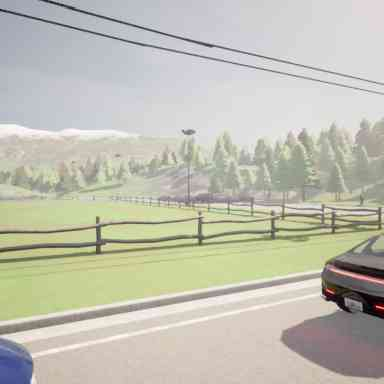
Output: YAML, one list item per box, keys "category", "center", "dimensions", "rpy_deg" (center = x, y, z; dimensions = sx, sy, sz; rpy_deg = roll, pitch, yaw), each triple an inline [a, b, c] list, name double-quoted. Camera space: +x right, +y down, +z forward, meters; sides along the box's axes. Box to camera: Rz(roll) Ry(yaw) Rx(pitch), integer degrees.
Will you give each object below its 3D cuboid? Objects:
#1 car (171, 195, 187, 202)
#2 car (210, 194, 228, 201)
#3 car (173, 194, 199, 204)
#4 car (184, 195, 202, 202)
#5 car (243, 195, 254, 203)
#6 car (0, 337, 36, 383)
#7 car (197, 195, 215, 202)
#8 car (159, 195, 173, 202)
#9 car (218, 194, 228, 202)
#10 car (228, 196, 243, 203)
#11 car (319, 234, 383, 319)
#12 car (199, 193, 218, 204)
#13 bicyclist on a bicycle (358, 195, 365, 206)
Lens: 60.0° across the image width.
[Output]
- category: "car"
  center: [-2.899, 1.474, 74.687]
  dimensions: [1.812, 1.442, 4.674]
  rpy_deg: [0, 0, -28]
- category: "car"
  center: [6.355, 1.300, 79.650]
  dimensions: [2.097, 1.767, 4.553]
  rpy_deg: [0, 0, -28]
- category: "car"
  center: [-1.153, 1.353, 64.090]
  dimensions: [2.097, 1.767, 4.553]
  rpy_deg: [0, 0, -28]
- category: "car"
  center: [0.181, 1.425, 76.350]
  dimensions: [1.882, 1.535, 5.008]
  rpy_deg: [0, 0, -28]
- category: "car"
  center: [11.221, 1.501, 70.639]
  dimensions: [1.837, 1.490, 4.892]
  rpy_deg: [0, 0, -28]
- category: "car"
  center: [-3.409, 1.526, 1.797]
  dimensions: [4.674, 1.442, 1.812]
  rpy_deg: [0, 0, -29]
- category: "car"
  center: [3.261, 1.470, 78.013]
  dimensions: [2.128, 1.511, 4.902]
  rpy_deg: [0, 0, -28]
- category: "car"
  center: [-5.978, 1.449, 73.024]
  dimensions: [1.837, 1.490, 4.892]
  rpy_deg: [0, 0, -28]
- category: "car"
  center: [4.854, 1.565, 67.698]
  dimensions: [1.994, 1.385, 4.181]
  rpy_deg: [0, 0, -28]
- category: "car"
  center: [7.948, 1.554, 69.335]
  dimensions: [1.994, 1.385, 4.181]
  rpy_deg: [0, 0, -28]
- category: "car"
  center: [4.580, 1.492, 6.202]
  dimensions: [4.902, 1.511, 2.128]
  rpy_deg: [0, 0, -28]
- category: "car"
  center: [2.201, 1.223, 65.246]
  dimensions: [2.150, 2.045, 5.566]
  rpy_deg: [0, 0, -28]
- category: "bicyclist on a bicycle"
  center: [26.185, 1.304, 51.489]
  dimensions: [1.656, 1.620, 0.582]
  rpy_deg: [0, 0, -28]
